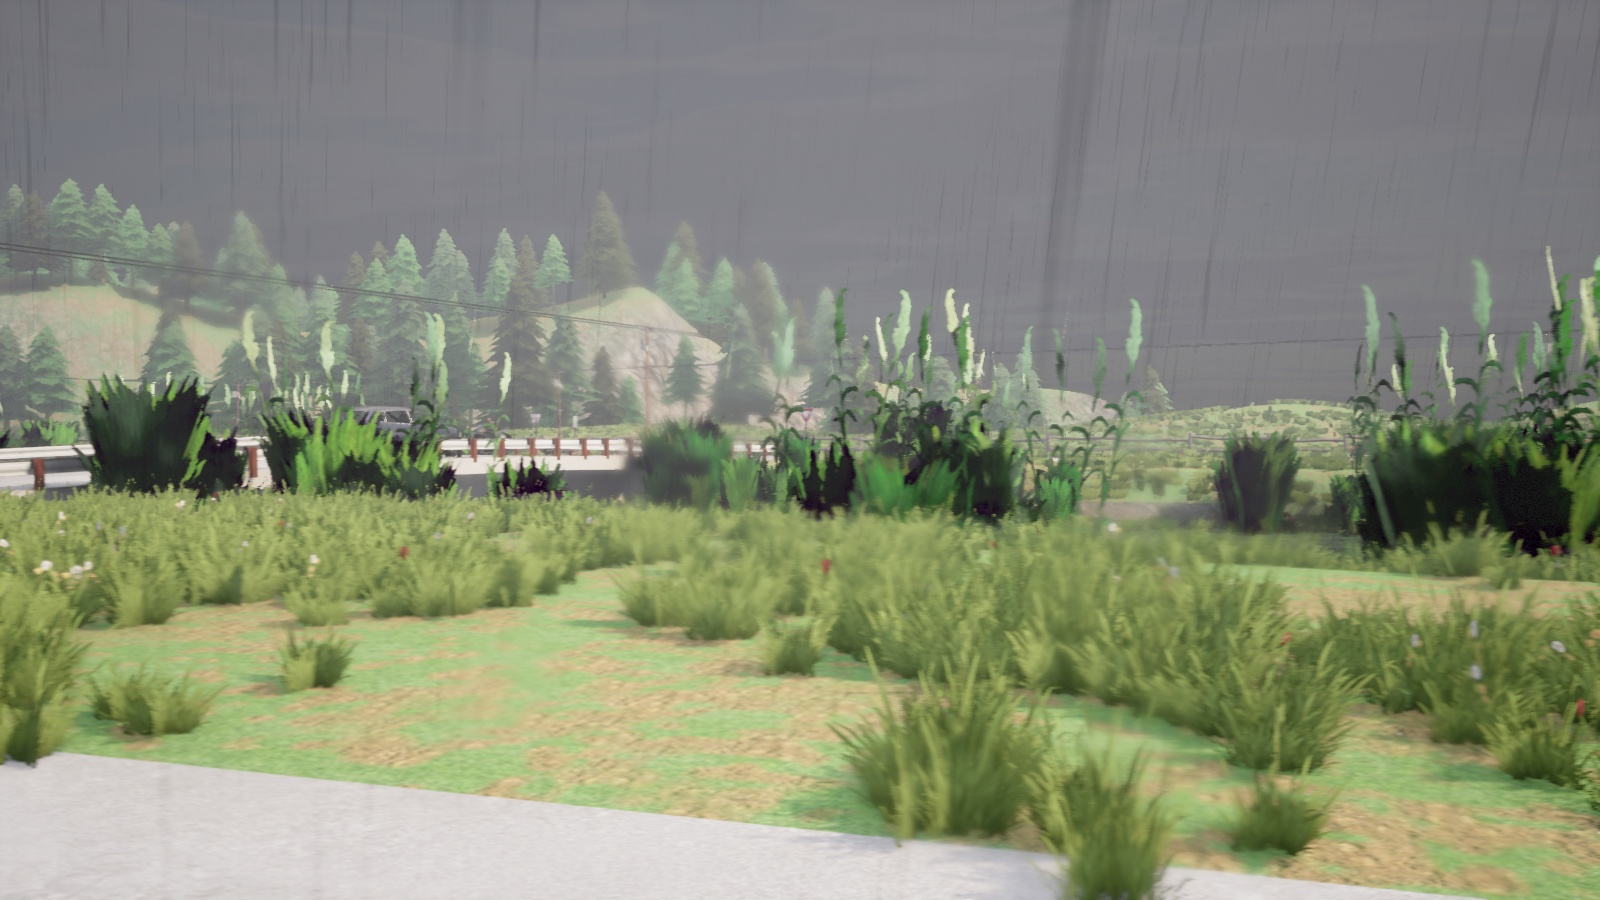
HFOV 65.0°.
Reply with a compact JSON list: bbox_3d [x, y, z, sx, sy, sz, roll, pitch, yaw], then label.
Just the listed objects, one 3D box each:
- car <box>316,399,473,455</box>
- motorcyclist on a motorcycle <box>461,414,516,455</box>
[{"bbox_3d":[-12.953,-0.744,40.413,2.242,1.667,4.611,1,1,26],"label":"car"},{"bbox_3d":[-12.296,-0.598,49.615,0.866,1.530,2.191,1,0,26],"label":"motorcyclist on a motorcycle"}]
